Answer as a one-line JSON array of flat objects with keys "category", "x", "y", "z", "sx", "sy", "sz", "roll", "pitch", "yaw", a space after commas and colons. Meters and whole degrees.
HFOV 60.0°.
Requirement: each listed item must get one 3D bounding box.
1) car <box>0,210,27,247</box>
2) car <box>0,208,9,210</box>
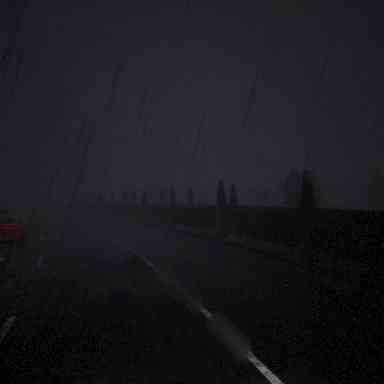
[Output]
[{"category": "car", "x": -9.617, "y": 1.904, "z": 16.984, "sx": 1.882, "sy": 1.535, "sz": 5.008, "roll": -1, "pitch": -1, "yaw": -24}, {"category": "car", "x": -19.649, "y": 2.356, "z": 34.028, "sx": 2.128, "sy": 1.511, "sz": 4.902, "roll": -1, "pitch": -1, "yaw": -35}]
